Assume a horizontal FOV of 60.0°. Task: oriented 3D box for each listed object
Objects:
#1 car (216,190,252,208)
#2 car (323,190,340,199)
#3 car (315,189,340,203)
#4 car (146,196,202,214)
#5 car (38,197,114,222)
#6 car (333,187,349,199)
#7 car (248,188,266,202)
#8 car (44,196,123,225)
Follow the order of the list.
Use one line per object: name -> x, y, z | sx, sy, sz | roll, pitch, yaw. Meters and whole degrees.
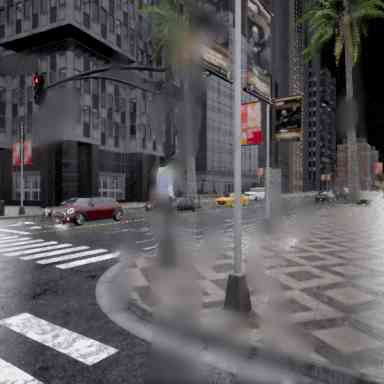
car -> 4.525, 0.864, 37.219 | 1.882, 1.535, 5.008 | 0, 1, 35
car -> 25.807, 0.353, 61.297 | 1.882, 1.535, 5.008 | 0, 1, 36
car -> 17.858, 0.677, 44.459 | 1.837, 1.490, 4.892 | 0, 1, 35
car -> -1.182, 1.103, 29.182 | 2.033, 1.411, 5.357 | 0, 1, 35
car -> -8.423, 1.182, 24.563 | 2.128, 1.511, 4.902 | 0, 1, 36
car -> 23.720, 0.232, 52.739 | 2.150, 2.045, 5.566 | 0, 1, 36
car -> 9.424, 0.390, 49.634 | 2.150, 2.045, 5.566 | 0, 1, 36
car -> -6.659, 1.075, 21.450 | 2.097, 1.767, 4.553 | 0, 1, 35
